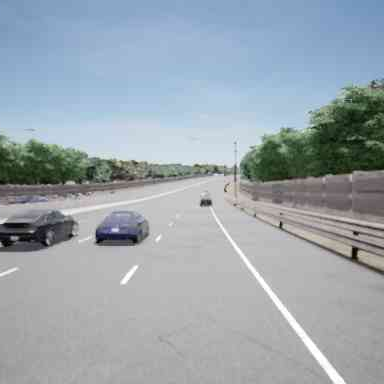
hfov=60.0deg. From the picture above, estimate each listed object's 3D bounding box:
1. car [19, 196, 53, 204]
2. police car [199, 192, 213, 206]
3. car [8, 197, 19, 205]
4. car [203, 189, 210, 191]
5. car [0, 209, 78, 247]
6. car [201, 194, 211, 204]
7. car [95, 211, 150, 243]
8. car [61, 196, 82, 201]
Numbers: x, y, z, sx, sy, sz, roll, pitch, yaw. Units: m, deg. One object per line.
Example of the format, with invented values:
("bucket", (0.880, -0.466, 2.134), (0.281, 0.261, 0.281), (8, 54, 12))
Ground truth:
("car", (-20.256, 1.487, 43.824), (1.895, 1.301, 4.718), (0, 0, 2))
("police car", (2.169, 1.314, 51.209), (1.930, 1.638, 5.238), (0, 0, 2))
("car", (-23.632, 1.360, 46.659), (1.837, 1.490, 4.892), (0, 1, 3))
("car", (3.112, 0.664, 85.417), (1.812, 1.442, 4.674), (0, 2, 4))
("car", (-6.791, 1.535, 15.204), (1.837, 1.490, 4.892), (0, 0, 1))
("car", (2.647, 1.242, 61.162), (1.801, 1.575, 5.366), (0, 1, 3))
("car", (-3.275, 1.600, 16.301), (1.994, 1.385, 4.181), (0, 0, 1))
("car", (-16.668, 1.371, 45.821), (2.128, 1.511, 4.902), (0, 0, 3))
